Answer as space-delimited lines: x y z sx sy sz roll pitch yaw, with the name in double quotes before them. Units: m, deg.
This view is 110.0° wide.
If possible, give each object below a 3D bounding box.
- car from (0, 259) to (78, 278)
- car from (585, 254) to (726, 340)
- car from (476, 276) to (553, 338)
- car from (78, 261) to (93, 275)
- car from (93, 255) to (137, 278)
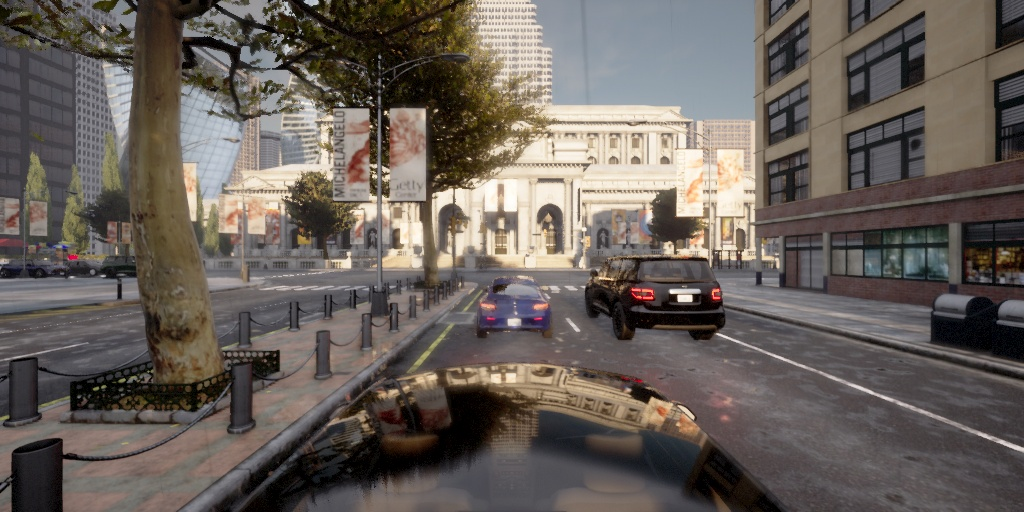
"car" -45.075 1.102 34.076 4.553 1.767 2.097 0 0 -2
"car" 3.580 0.971 10.099 2.150 2.045 5.566 0 0 0
"car" 0.074 1.276 10.089 1.812 1.442 4.674 0 0 0
"car" -44.446 1.254 37.599 4.892 1.490 1.837 0 0 -1
"car" -35.664 0.971 34.155 5.566 2.045 2.150 0 0 0
